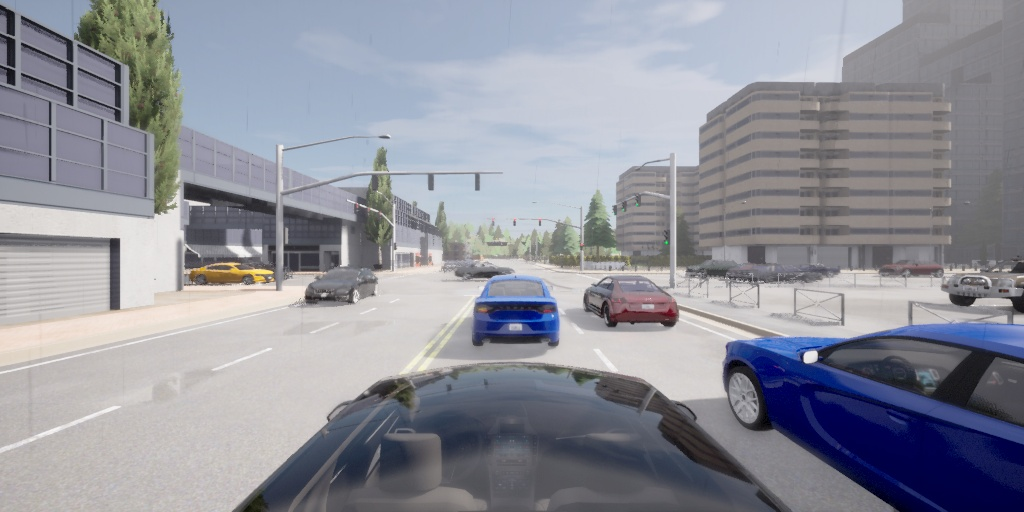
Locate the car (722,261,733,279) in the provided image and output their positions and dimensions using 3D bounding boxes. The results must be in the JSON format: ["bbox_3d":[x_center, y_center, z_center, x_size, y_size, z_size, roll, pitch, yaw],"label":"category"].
[{"bbox_3d":[20.238,1.314,29.701,4.181,1.385,1.994,0,0,-1],"label":"car"}]

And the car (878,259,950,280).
[{"bbox_3d":[37.467,1.102,33.749,4.553,1.767,2.097,0,0,-1],"label":"car"}]

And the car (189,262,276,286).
[{"bbox_3d":[-19.225,1.228,24.727,5.008,1.535,1.882,0,0,-1],"label":"car"}]

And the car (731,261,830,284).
[{"bbox_3d":[19.470,1.297,26.192,5.357,1.411,2.033,0,0,-1],"label":"car"}]

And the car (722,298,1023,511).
[{"bbox_3d":[3.603,1.228,2.557,1.882,1.535,5.008,0,0,0],"label":"car"}]

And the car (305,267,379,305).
[{"bbox_3d":[-7.383,1.255,16.083,1.837,1.490,4.892,1,0,-5],"label":"car"}]

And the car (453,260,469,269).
[{"bbox_3d":[-7.991,1.314,56.761,1.994,1.385,4.181,0,0,-1],"label":"car"}]

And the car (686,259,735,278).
[{"bbox_3d":[18.684,1.102,33.376,4.553,1.767,2.097,0,0,-1],"label":"car"}]

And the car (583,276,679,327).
[{"bbox_3d":[3.602,1.314,11.541,1.994,1.385,4.181,0,0,0],"label":"car"}]

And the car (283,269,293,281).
[{"bbox_3d":[-19.927,1.255,28.219,4.892,1.490,1.837,0,0,-1],"label":"car"}]

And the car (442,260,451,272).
[{"bbox_3d":[-7.851,1.241,46.801,2.128,1.511,4.902,0,0,0],"label":"car"}]

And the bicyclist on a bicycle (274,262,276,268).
[{"bbox_3d":[-25.843,1.053,39.622,0.582,1.620,1.656,0,0,-1],"label":"bicyclist on a bicycle"}]

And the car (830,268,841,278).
[{"bbox_3d":[27.671,1.351,33.562,4.718,1.301,1.895,0,0,-1],"label":"car"}]

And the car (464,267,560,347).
[{"bbox_3d":[0.093,1.228,9.408,1.882,1.535,5.008,0,0,0],"label":"car"}]

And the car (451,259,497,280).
[{"bbox_3d":[-2.170,1.242,28.896,4.902,1.511,2.128,0,0,-4],"label":"car"}]
